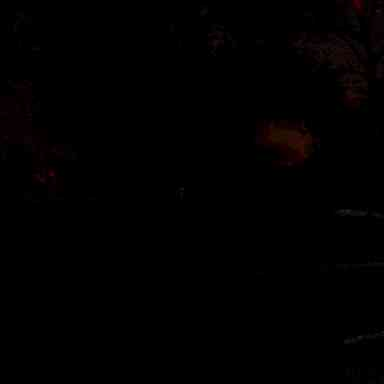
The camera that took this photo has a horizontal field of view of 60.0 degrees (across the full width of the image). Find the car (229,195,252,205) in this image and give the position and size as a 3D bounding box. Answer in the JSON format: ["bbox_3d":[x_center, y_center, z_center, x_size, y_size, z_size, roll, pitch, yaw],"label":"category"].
[{"bbox_3d":[7.750,1.212,52.927,2.128,1.511,4.902,0,-1,40],"label":"car"}]

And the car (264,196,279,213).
[{"bbox_3d":[9.223,1.114,31.790,2.097,1.767,4.553,0,1,-44],"label":"car"}]

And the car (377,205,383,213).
[{"bbox_3d":[18.232,1.373,27.781,1.895,1.301,4.718,0,0,-42],"label":"car"}]
